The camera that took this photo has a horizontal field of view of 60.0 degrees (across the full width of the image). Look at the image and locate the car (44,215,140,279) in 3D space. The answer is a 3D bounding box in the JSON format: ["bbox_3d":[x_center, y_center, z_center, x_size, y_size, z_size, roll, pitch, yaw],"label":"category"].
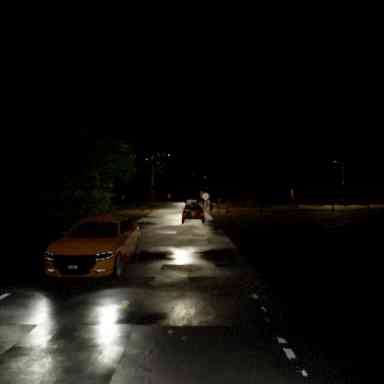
[{"bbox_3d":[-2.844,1.533,10.439,1.882,1.535,5.008,0,0,0],"label":"car"}]

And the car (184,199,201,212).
[{"bbox_3d":[0.035,1.770,43.929,2.163,1.488,4.792,0,0,0],"label":"car"}]

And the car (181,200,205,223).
[{"bbox_3d":[0.093,1.609,27.066,1.801,1.575,5.366,0,0,0],"label":"car"}]
